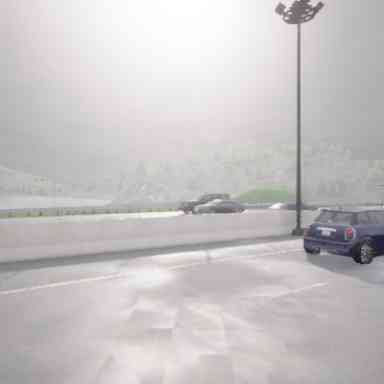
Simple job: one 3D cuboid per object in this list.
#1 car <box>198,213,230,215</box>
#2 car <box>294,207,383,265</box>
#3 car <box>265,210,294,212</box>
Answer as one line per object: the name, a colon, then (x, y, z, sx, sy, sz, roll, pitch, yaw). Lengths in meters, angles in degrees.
car: (2.502, 1.417, 30.139, 4.902, 1.511, 2.128, 0, 0, -29)
car: (6.091, 1.324, 11.721, 4.553, 1.767, 2.097, 0, 0, -32)
car: (7.073, 1.488, 24.715, 5.357, 1.411, 2.033, 0, 0, -29)
